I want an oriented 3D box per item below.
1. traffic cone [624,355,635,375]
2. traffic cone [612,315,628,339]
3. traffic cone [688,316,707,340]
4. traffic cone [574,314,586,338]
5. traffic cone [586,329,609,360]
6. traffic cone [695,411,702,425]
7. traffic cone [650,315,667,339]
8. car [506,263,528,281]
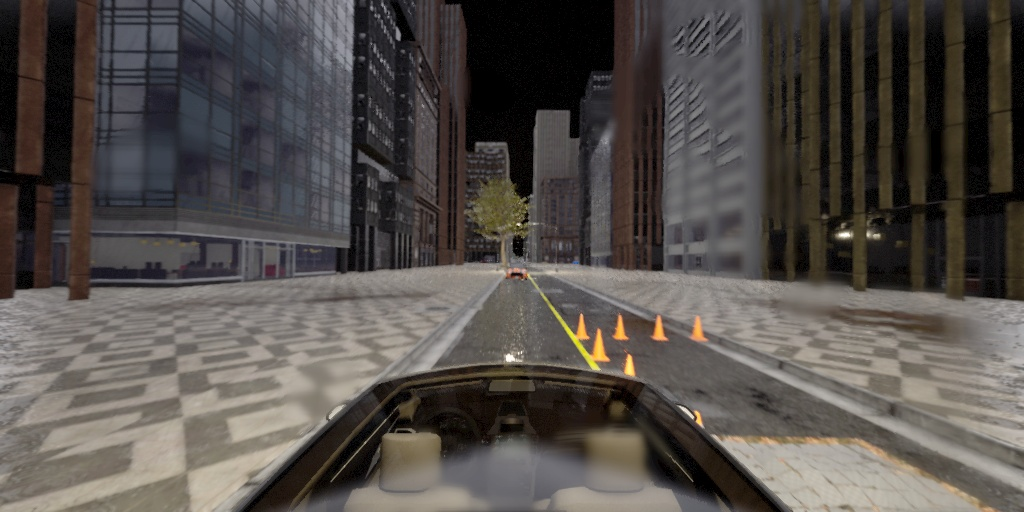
[{"bbox_3d":[1.742,1.766,5.325,0.340,0.580,0.340,0,0,1],"label":"traffic cone"},{"bbox_3d":[2.803,1.823,9.309,0.340,0.580,0.340,0,0,1],"label":"traffic cone"},{"bbox_3d":[4.802,1.845,9.278,0.340,0.580,0.340,0,0,1],"label":"traffic cone"},{"bbox_3d":[1.803,1.812,9.324,0.340,0.580,0.340,0,0,1],"label":"traffic cone"},{"bbox_3d":[1.773,1.789,7.324,0.340,0.580,0.340,0,0,1],"label":"traffic cone"},{"bbox_3d":[1.711,1.743,3.325,0.340,0.580,0.340,0,0,1],"label":"traffic cone"},{"bbox_3d":[3.802,1.834,9.293,0.340,0.580,0.340,0,0,1],"label":"traffic cone"},{"bbox_3d":[0.499,1.508,36.349,2.097,1.767,4.553,1,-1,1],"label":"car"}]
